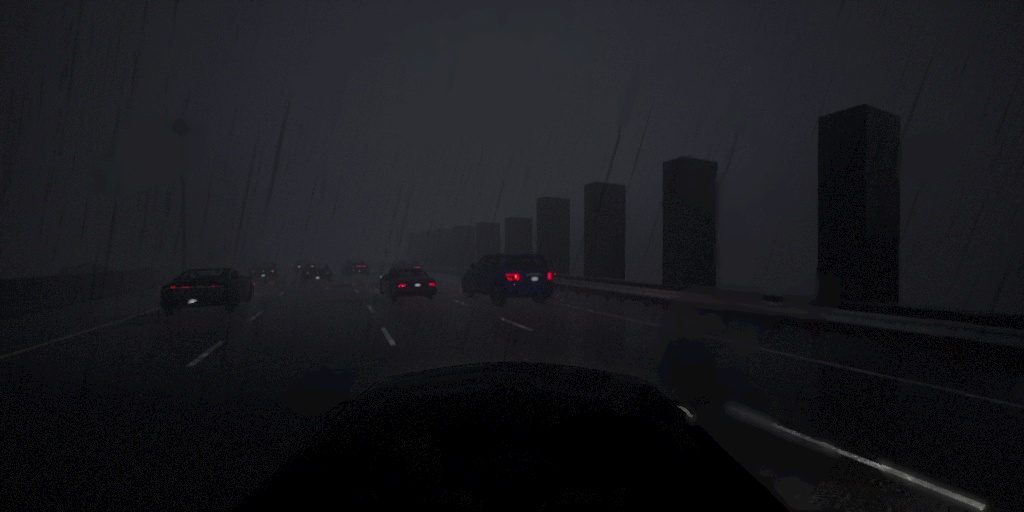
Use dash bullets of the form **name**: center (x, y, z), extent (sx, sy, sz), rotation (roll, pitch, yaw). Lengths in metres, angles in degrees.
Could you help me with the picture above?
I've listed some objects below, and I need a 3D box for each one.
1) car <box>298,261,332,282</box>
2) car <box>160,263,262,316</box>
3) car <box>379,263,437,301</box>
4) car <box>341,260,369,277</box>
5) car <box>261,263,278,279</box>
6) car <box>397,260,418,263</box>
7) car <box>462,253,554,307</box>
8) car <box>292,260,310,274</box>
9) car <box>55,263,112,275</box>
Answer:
- **car**: center (-14.987, 1.248, 27.399), extent (1.895, 1.301, 4.718), rotation (0, 0, -31)
- **car**: center (-11.085, 1.195, 13.341), extent (2.128, 1.511, 4.902), rotation (0, 0, -27)
- **car**: center (-5.051, 1.236, 16.953), extent (2.033, 1.411, 5.357), rotation (0, 0, -28)
- **car**: center (-14.668, 1.113, 33.458), extent (2.128, 1.511, 4.902), rotation (0, 0, -33)
- **car**: center (-20.774, 1.237, 30.061), extent (1.895, 1.301, 4.718), rotation (0, 0, -33)
- **car**: center (-9.260, 1.122, 31.433), extent (2.128, 1.511, 4.902), rotation (0, 0, -32)
- **car**: center (-0.373, 0.915, 15.479), extent (2.150, 2.045, 5.566), rotation (0, 0, -27)
- **car**: center (-22.849, 1.146, 39.256), extent (2.033, 1.411, 5.357), rotation (0, 0, -36)
- **car**: center (-30.942, 1.217, 26.049), extent (1.994, 1.385, 4.181), rotation (0, 0, -34)
